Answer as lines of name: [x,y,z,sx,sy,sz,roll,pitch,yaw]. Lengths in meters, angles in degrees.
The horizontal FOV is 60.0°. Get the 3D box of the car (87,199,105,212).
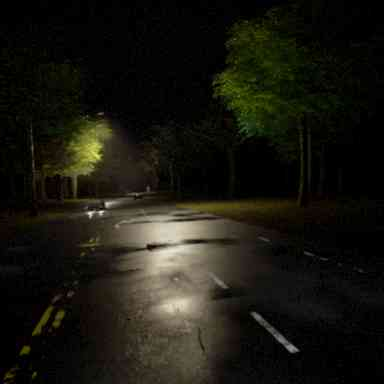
car: [-12.012,1.637,42.033,2.033,1.411,5.357,-3,1,-10]

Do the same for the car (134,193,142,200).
car: [-13.115,1.021,80.446,2.128,1.511,4.902,-3,1,-12]
